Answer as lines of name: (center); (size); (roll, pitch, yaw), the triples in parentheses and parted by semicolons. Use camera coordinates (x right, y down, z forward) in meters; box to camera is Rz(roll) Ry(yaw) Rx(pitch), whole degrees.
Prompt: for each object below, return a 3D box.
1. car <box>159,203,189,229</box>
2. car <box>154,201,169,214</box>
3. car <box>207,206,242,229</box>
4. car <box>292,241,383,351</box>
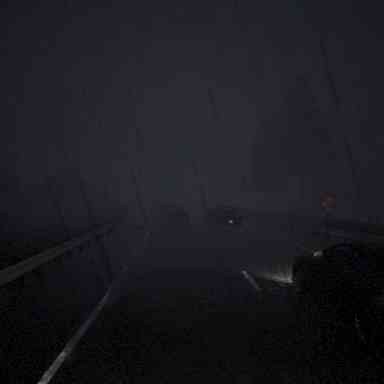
car: (-1.227, 1.781, 23.828); (1.812, 1.442, 4.674); (0, 0, -6)
car: (-3.646, 1.952, 41.530); (1.837, 1.490, 4.892); (0, -1, -10)
car: (2.278, 1.744, 24.008); (2.128, 1.511, 4.902); (0, -1, -6)
car: (3.427, 1.628, 6.339); (1.994, 1.385, 4.181); (0, -1, -2)
